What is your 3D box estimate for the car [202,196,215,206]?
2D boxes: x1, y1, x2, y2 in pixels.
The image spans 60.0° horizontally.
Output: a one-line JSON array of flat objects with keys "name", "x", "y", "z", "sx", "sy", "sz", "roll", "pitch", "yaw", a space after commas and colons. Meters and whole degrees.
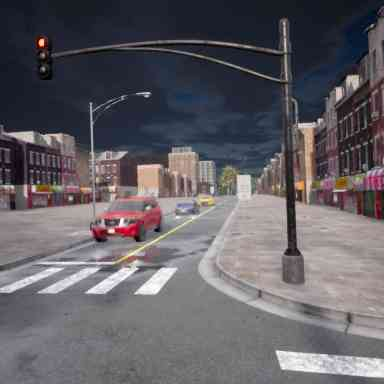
[{"name": "car", "x": 2.124, "y": 1.262, "z": 48.010, "sx": 1.882, "sy": 1.535, "sz": 5.008, "roll": -2, "pitch": 0, "yaw": 10}]

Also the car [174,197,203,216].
[{"name": "car", "x": -0.424, "y": 1.453, "z": 32.740, "sx": 1.812, "sy": 1.442, "sz": 4.674, "roll": -2, "pitch": 0, "yaw": 9}]

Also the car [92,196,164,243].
[{"name": "car", "x": -3.013, "y": 1.288, "z": 16.929, "sx": 2.150, "sy": 2.045, "sz": 5.566, "roll": -2, "pitch": 0, "yaw": 9}]
